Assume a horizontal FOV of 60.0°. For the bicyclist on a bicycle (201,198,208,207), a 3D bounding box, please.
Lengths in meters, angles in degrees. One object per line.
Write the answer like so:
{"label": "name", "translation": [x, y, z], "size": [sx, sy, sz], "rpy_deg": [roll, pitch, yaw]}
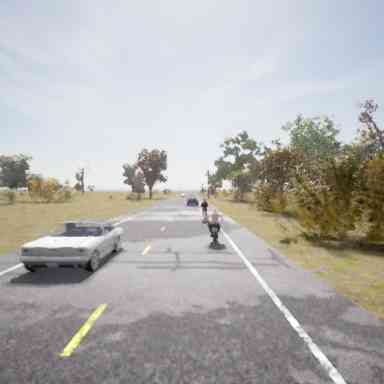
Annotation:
{"label": "bicyclist on a bicycle", "translation": [0.962, 1.352, 25.267], "size": [0.659, 1.776, 1.843], "rpy_deg": [0, 0, 0]}

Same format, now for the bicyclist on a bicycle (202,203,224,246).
{"label": "bicyclist on a bicycle", "translation": [0.981, 1.426, 14.304], "size": [0.866, 1.612, 1.509], "rpy_deg": [0, 0, 0]}

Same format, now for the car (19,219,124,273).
{"label": "car", "translation": [-3.601, 1.592, 10.808], "size": [1.895, 1.301, 4.718], "rpy_deg": [0, 0, 0]}

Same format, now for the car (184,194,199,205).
{"label": "car", "translation": [0.100, 1.463, 56.052], "size": [1.837, 1.490, 4.892], "rpy_deg": [0, 0, 0]}

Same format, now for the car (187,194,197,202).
{"label": "car", "translation": [-0.001, 1.301, 73.579], "size": [2.097, 1.767, 4.553], "rpy_deg": [0, 0, 0]}
